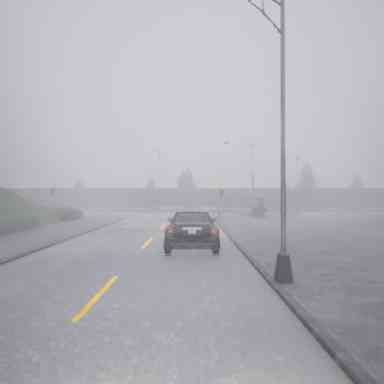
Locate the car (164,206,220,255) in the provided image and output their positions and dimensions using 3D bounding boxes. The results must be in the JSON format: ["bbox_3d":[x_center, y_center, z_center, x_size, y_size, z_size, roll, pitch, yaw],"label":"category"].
[{"bbox_3d":[0.003,1.481,14.084,2.097,1.767,4.553,0,-1,0],"label":"car"}]

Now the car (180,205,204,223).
[{"bbox_3d":[0.009,1.869,29.106,1.895,1.301,4.718,0,0,0],"label":"car"}]
